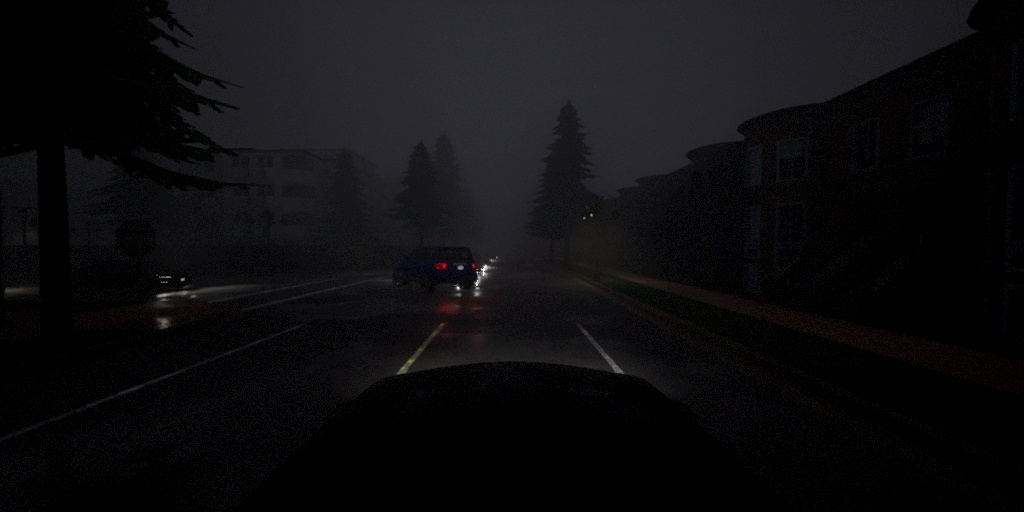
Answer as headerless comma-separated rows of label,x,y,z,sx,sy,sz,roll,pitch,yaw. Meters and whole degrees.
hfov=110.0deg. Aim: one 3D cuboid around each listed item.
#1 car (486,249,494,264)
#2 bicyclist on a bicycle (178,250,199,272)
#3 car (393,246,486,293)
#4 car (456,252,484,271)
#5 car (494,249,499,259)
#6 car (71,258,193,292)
car,-3.590,0.124,41.400,2.128,1.511,4.902,0,2,0
bicyclist on a bicycle,-23.267,0.395,25.775,0.582,1.620,1.656,0,2,0
car,-3.826,0.539,17.318,2.150,2.045,5.566,0,1,-38
car,-3.592,0.423,31.240,1.837,1.490,4.892,0,2,0
car,-3.563,-0.203,55.573,1.994,1.385,4.181,0,2,0
car,-17.822,0.853,16.774,4.892,1.490,1.837,0,2,0
